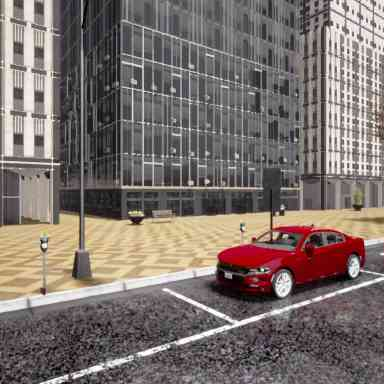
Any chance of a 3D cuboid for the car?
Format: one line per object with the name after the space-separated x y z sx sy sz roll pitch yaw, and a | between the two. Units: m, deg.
2.606 1.545 8.422 4.507 1.381 1.887 0 0 -36 | car
